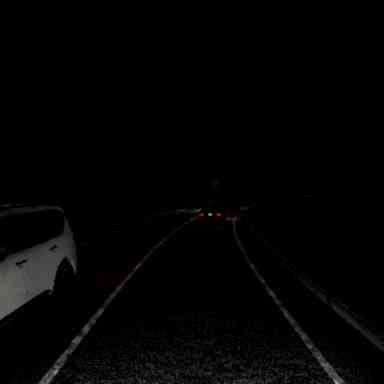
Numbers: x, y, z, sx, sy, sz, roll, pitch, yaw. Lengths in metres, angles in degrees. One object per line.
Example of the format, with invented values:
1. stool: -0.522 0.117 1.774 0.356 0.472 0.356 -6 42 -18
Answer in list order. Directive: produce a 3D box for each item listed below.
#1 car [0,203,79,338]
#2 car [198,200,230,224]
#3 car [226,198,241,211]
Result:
1. car: -3.546 1.238 5.007 2.150 2.045 5.566 0 0 1
2. car: 1.570 1.595 25.107 2.033 1.411 5.357 -1 0 8
3. car: 5.112 1.534 42.355 2.128 1.511 4.902 -2 0 15
